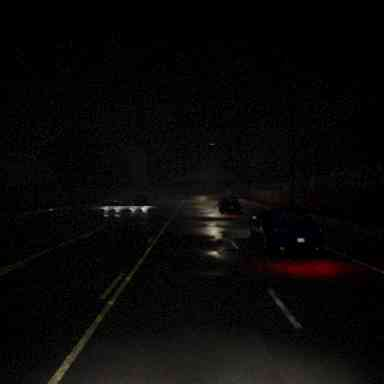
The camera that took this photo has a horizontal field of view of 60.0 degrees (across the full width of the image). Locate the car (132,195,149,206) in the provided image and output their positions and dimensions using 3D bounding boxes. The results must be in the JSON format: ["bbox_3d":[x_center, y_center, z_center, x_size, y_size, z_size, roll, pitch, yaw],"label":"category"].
[{"bbox_3d":[-7.090,1.164,45.921,1.837,1.490,4.892,0,0,0],"label":"car"}]

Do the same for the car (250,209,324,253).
[{"bbox_3d":[3.597,1.416,13.457,1.882,1.535,5.008,0,0,0],"label":"car"}]

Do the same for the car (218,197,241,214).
[{"bbox_3d":[3.594,1.251,32.486,1.882,1.535,5.008,0,1,0],"label":"car"}]

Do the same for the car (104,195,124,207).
[{"bbox_3d":[-10.592,1.188,45.444,1.812,1.442,4.674,0,0,0],"label":"car"}]
